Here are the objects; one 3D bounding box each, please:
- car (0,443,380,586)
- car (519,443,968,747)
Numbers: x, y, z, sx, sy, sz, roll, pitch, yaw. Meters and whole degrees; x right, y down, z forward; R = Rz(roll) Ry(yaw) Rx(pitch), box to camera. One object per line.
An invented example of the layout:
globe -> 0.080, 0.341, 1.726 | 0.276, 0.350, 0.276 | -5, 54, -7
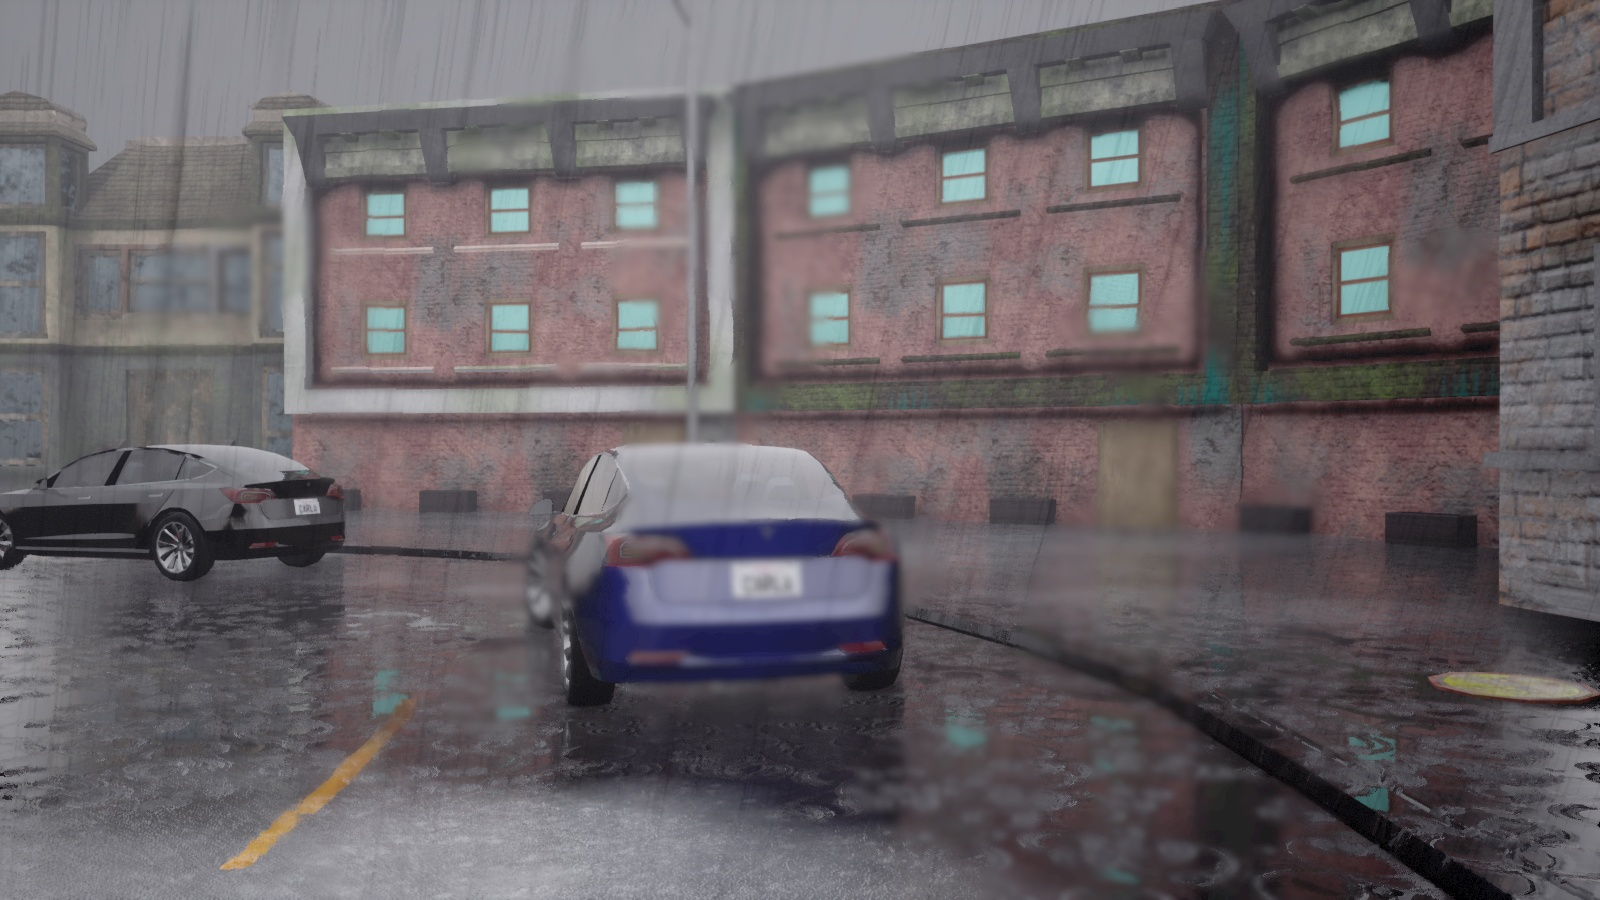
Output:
car -> -7.651, 0.657, 14.956 | 4.792, 1.488, 2.163 | 0, 0, 23
car -> -0.759, 0.698, 8.739 | 2.163, 1.488, 4.792 | 0, 0, -15
